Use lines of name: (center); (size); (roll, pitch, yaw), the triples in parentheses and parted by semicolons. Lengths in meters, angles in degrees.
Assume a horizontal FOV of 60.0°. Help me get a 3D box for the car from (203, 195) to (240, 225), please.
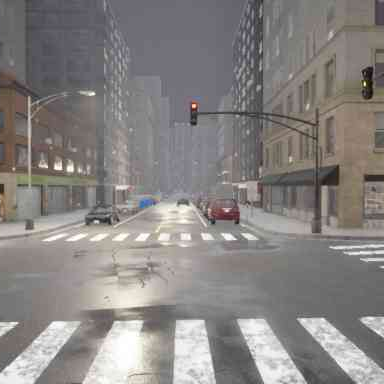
car: (2.217, 1.318, 24.133); (2.192, 1.841, 5.009); (-1, 0, -2)

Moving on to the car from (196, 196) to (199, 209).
car: (1.760, 1.528, 41.054); (1.752, 1.417, 4.829); (-1, 0, -2)

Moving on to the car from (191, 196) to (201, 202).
car: (0.855, 1.538, 74.387); (2.008, 1.369, 4.403); (-1, 0, -2)

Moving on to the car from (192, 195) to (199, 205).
car: (1.611, 1.316, 46.468); (2.192, 1.841, 5.009); (-1, 0, -2)

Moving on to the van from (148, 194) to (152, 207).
van: (-6.917, 1.342, 46.235); (1.690, 1.788, 3.998); (-1, 0, -2)

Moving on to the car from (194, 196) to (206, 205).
car: (1.305, 1.522, 57.806); (1.752, 1.417, 4.829); (-1, 0, -2)

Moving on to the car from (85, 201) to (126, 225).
car: (-6.302, 1.569, 23.900); (1.947, 1.339, 4.313); (-1, 0, -2)

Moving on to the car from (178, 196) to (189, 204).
car: (-1.719, 1.541, 63.897); (2.033, 1.411, 5.357); (0, 0, -2)

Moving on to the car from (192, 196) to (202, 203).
car: (1.007, 1.557, 68.804); (1.947, 1.339, 4.313); (-1, 0, -2)

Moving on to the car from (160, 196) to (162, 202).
car: (-7.374, 1.434, 62.986); (1.967, 1.590, 4.097); (-1, 0, -2)

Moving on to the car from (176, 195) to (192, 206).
car: (-1.434, 1.504, 53.479); (1.837, 1.490, 4.892); (0, 0, -2)

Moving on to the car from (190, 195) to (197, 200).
car: (0.400, 1.525, 91.139); (2.008, 1.369, 4.403); (-1, 0, -2)

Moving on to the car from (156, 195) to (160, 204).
car: (-7.223, 1.312, 57.403); (2.192, 1.841, 5.009); (-1, 0, -2)

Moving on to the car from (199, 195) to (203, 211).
car: (2.066, 1.319, 29.717); (2.192, 1.841, 5.009); (-1, 0, -2)

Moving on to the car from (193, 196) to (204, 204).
car: (1.158, 1.560, 63.220); (1.947, 1.339, 4.313); (-1, 0, -2)

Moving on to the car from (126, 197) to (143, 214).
car: (-6.604, 1.529, 34.898); (1.752, 1.417, 4.829); (-1, 0, -2)

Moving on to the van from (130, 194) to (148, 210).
van: (-6.764, 1.344, 40.651); (1.690, 1.788, 3.998); (-1, 0, -2)

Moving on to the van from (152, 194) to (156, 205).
van: (-7.070, 1.340, 51.819); (1.690, 1.788, 3.998); (-1, 0, -2)

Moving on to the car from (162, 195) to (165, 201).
car: (-7.680, 1.428, 74.153); (1.967, 1.590, 4.097); (-1, 0, -2)
